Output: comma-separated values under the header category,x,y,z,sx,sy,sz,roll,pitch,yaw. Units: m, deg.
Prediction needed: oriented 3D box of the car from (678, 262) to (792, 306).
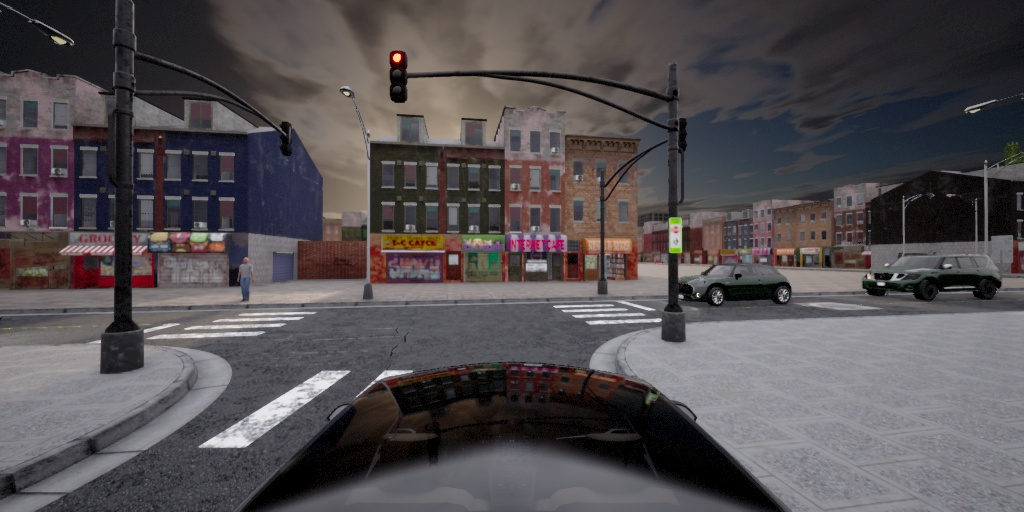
category,x,y,z,sx,sy,sz,roll,pitch,yaw
car,9.177,1.083,15.178,4.553,1.767,2.097,0,0,-10

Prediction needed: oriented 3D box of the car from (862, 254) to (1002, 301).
category,x,y,z,sx,sy,sz,roll,pitch,yaw
car,19.631,0.926,16.845,5.566,2.045,2.150,0,0,-9

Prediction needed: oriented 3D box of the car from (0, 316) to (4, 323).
category,x,y,z,sx,sy,sz,roll,pitch,yaw
car,-15.950,1.334,8.283,5.357,1.411,2.033,0,0,-9

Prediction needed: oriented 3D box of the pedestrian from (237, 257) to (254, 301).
category,x,y,z,sx,sy,sz,roll,pitch,yaw
pedestrian,-11.107,0.945,14.977,0.375,1.860,0.375,0,0,-9
